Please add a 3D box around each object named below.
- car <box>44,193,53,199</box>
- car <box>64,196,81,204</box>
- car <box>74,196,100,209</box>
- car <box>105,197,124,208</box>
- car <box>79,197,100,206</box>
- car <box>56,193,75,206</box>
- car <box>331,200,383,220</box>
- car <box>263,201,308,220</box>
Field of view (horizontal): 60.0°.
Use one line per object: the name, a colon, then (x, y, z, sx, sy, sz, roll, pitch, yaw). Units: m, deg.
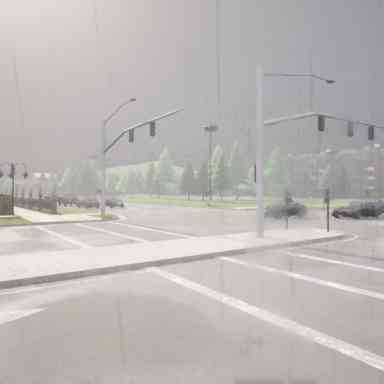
car: (-26.038, 1.221, 61.947, 2.150, 2.045, 5.566, 0, 0, -35)
car: (-22.954, 1.564, 63.658, 1.994, 1.385, 4.181, 0, 0, -36)
car: (-14.192, 1.601, 45.524, 1.895, 1.301, 4.718, 0, 0, -36)
car: (-11.387, 1.491, 47.620, 2.128, 1.511, 4.902, 0, 0, -36)
car: (-17.146, 1.564, 55.563, 1.994, 1.385, 4.181, 0, 0, -36)
car: (-19.903, 1.221, 53.400, 2.150, 2.045, 5.566, 0, 0, -36)
car: (13.956, 1.548, 28.028, 5.357, 1.411, 2.033, 0, 0, -35)
car: (7.606, 1.491, 27.809, 4.902, 1.511, 2.128, 0, 0, -35)
